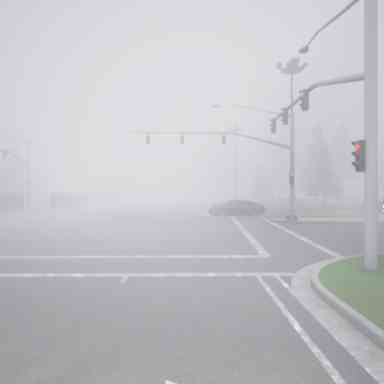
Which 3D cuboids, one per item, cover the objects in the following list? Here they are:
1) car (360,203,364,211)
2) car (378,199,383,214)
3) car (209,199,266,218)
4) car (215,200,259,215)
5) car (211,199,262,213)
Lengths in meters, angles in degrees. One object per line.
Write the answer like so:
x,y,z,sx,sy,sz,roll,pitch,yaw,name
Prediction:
20.937,1.481,36.360,4.892,1.490,1.837,0,0,-1,car
20.462,1.329,32.850,4.553,1.767,2.097,0,0,-1,car
3.935,1.471,29.166,4.902,1.511,2.128,0,0,-1,car
4.436,1.541,33.287,4.181,1.385,1.994,0,0,5,car
4.991,1.522,37.348,5.357,1.411,2.033,0,0,17,car
